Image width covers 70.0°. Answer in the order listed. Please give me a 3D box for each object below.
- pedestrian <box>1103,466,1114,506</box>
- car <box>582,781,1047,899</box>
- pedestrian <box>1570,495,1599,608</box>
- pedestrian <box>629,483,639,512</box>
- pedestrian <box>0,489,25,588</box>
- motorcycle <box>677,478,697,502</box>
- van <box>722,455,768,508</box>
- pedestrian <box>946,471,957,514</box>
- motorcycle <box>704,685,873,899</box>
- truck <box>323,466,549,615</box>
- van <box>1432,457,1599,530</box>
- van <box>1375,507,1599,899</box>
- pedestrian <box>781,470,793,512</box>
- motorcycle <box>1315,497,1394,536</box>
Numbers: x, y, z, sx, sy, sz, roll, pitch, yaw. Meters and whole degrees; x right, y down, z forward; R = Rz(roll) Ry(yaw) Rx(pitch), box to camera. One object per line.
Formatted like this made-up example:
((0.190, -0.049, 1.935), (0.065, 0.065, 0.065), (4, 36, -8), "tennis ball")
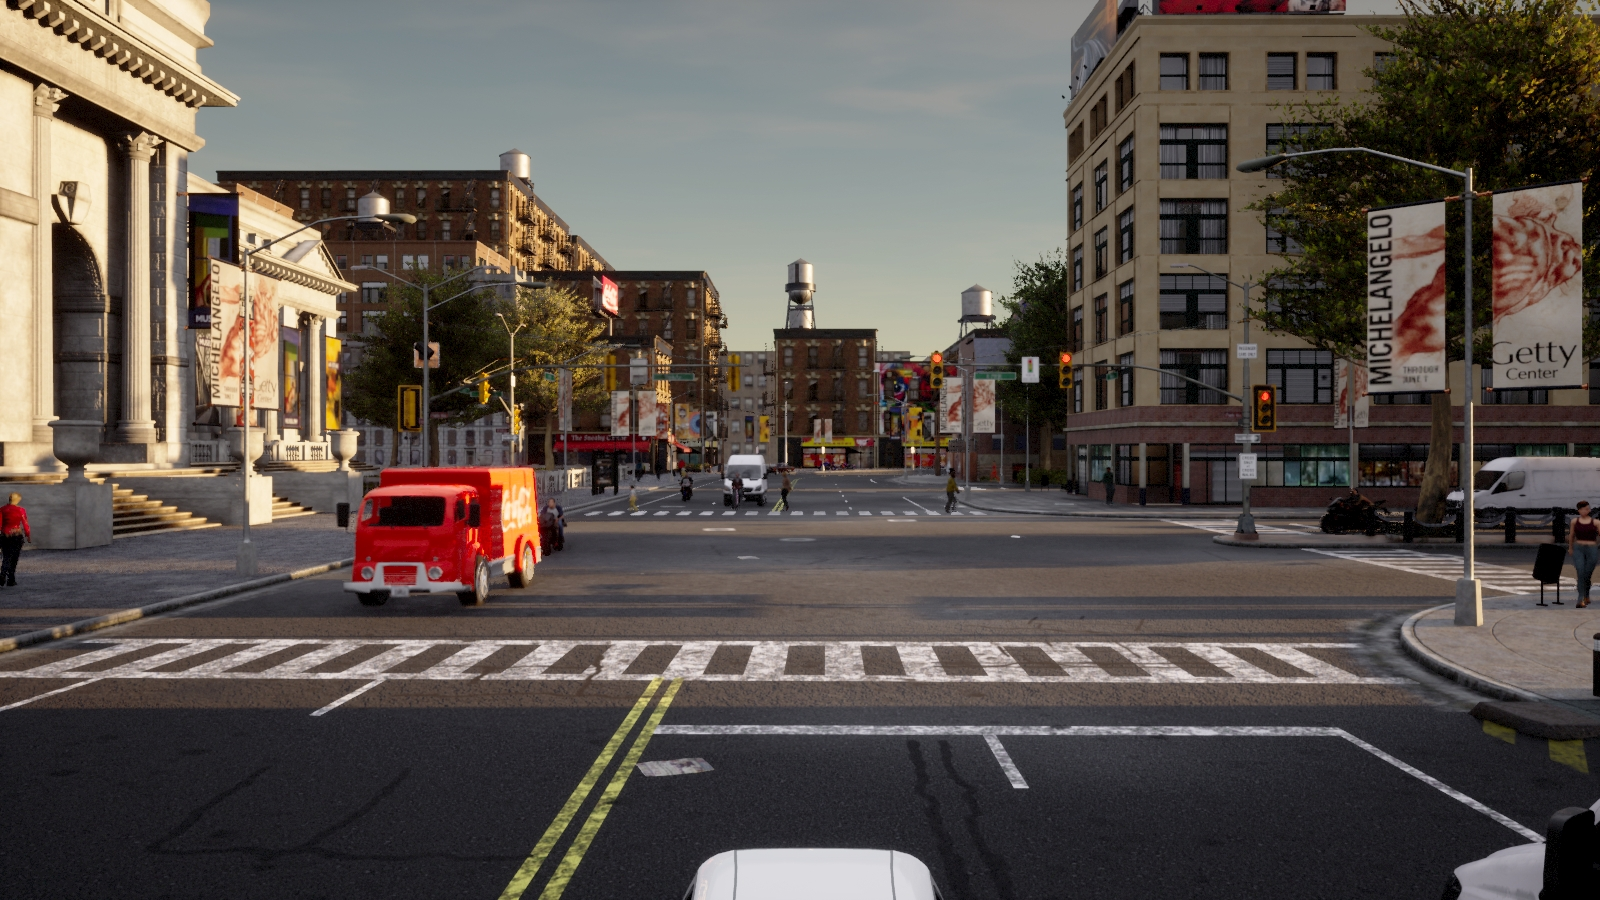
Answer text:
((14.608, 1.696, 54.075), (0.375, 1.860, 0.375), (0, 0, -5), "pedestrian")
((0.047, 2.120, 3.817), (1.481, 1.376, 2.207), (0, 0, 0), "car")
((13.250, 1.696, 19.289), (0.375, 1.860, 0.375), (0, 0, 40), "pedestrian")
((-7.441, 2.128, 51.160), (0.375, 1.300, 0.375), (0, 0, 5), "pedestrian")
((-15.177, 1.696, 21.939), (0.375, 1.860, 0.375), (0, 0, -14), "pedestrian")
((-6.217, 2.205, 62.895), (0.867, 1.251, 2.209), (0, 0, 1), "motorcycle")
((-2.766, 1.535, 58.585), (1.988, 2.561, 5.915), (0, 0, 1), "van")
((6.620, 1.849, 49.973), (0.375, 1.860, 0.375), (0, 0, -10), "pedestrian")
((-0.047, 2.182, 6.691), (0.856, 1.236, 1.805), (0, 0, 1), "motorcycle")
((-6.752, 1.568, 21.975), (2.627, 2.467, 5.204), (0, 0, 1), "truck")
((26.482, 1.535, 41.539), (5.915, 2.561, 1.988), (0, 0, 1), "van")
((3.538, 1.534, 2.141), (1.988, 2.561, 5.915), (0, 0, 1), "van")
((-0.586, 1.848, 51.346), (0.375, 1.860, 0.375), (0, 0, -38), "pedestrian")
((18.490, 2.205, 38.103), (2.209, 1.251, 0.867), (0, 0, 0), "motorcycle")
